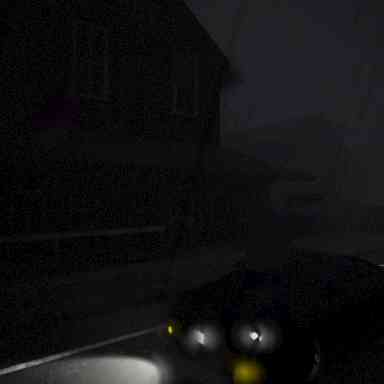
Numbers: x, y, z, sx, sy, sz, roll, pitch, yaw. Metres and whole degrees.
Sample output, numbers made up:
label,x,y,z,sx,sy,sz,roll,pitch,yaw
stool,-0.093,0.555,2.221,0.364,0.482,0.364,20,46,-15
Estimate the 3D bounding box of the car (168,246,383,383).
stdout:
label,x,y,z,sx,sy,sz,roll,pitch,yaw
car,1.697,1.630,5.318,4.181,1.385,1.994,1,-1,-37
